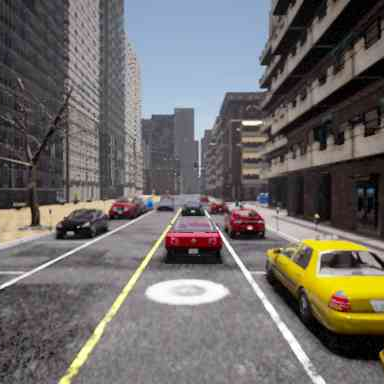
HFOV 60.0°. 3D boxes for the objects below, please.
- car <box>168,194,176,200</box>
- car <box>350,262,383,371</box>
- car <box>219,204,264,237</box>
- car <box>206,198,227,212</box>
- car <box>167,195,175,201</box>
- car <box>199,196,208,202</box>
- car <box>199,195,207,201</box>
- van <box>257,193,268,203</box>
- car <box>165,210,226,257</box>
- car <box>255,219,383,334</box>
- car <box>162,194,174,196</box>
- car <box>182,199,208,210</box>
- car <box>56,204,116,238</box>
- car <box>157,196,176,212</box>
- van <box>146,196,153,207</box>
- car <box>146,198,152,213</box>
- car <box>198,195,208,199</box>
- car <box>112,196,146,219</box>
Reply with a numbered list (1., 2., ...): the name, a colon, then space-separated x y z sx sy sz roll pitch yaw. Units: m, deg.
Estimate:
1. car: -5.620 1.485 94.335 1.967 1.590 4.097 0 0 0
2. car: 2.687 1.525 1.336 1.752 1.417 4.829 0 0 0
3. car: 2.700 1.540 17.735 1.887 1.381 4.507 0 0 0
4. car: 2.713 1.540 34.303 1.887 1.381 4.507 0 0 0
5. car: -5.623 1.603 88.807 1.947 1.339 4.313 0 0 0
6. car: 2.748 1.569 77.744 1.887 1.381 4.507 0 0 0
7. car: 2.752 1.470 83.272 1.967 1.590 4.097 0 0 0
8. van: 13.756 1.118 59.763 3.998 1.788 1.690 -1 1 0
9. car: 0.073 1.597 12.838 1.895 1.301 4.718 0 0 0
10. car: 2.691 1.523 6.859 1.752 1.417 4.829 0 0 0
11. car: -5.638 1.334 72.224 2.192 1.841 5.009 0 0 0
12. car: 0.093 1.559 29.084 1.994 1.385 4.181 0 0 0
13. car: -5.680 1.561 17.743 1.947 1.339 4.313 0 0 0
14. car: -3.013 1.544 39.376 2.033 1.411 5.357 0 0 1
15. van: -5.664 1.338 39.834 1.690 1.788 3.998 0 0 0
16. car: -5.667 1.561 34.311 1.947 1.339 4.313 0 0 0
17. car: 2.743 1.564 72.217 1.887 1.381 4.507 0 0 0
18. car: -5.673 1.310 28.788 2.192 1.841 5.009 0 0 0
